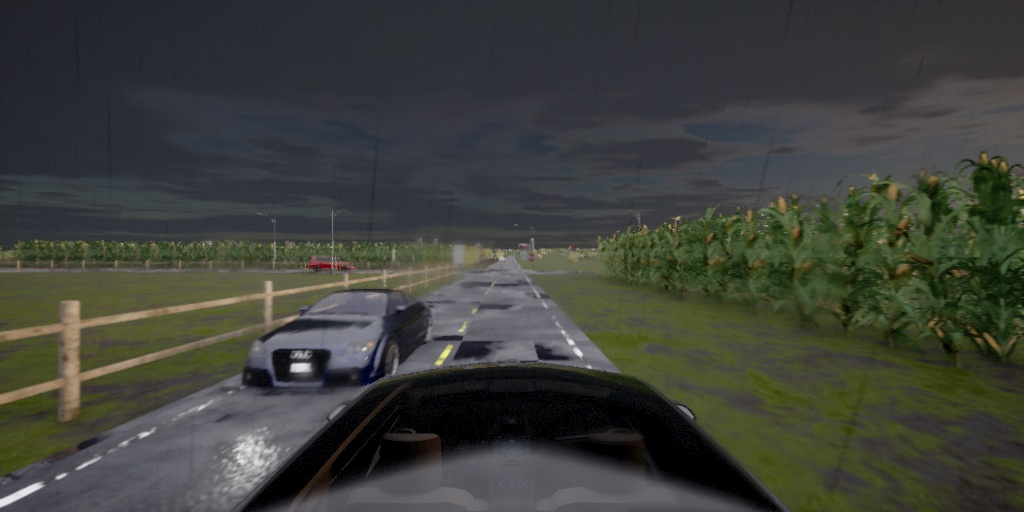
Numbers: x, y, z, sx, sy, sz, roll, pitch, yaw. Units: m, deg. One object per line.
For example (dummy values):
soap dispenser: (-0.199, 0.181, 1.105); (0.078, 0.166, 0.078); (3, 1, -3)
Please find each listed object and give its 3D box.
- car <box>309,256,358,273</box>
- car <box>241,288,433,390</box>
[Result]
car: (-22.345, 1.085, 44.937); (5.566, 2.045, 2.150); (2, 0, -1)
car: (-2.848, 1.327, 6.831); (1.994, 1.385, 4.181); (0, 0, 0)
